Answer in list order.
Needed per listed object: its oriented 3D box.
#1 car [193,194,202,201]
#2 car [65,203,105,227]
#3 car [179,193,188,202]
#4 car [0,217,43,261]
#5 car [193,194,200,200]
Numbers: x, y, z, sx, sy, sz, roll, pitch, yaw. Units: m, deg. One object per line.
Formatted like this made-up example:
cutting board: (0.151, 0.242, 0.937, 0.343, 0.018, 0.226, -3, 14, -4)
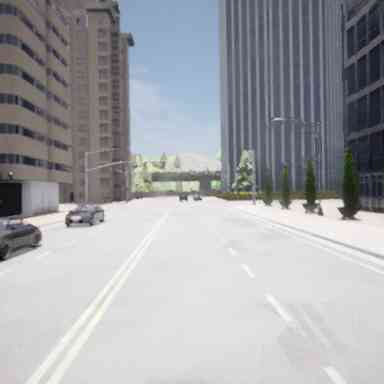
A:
car: (1.480, 1.517, 80.090, 1.895, 1.301, 4.718, -1, 0, -1)
car: (-7.659, 1.606, 24.202, 2.128, 1.511, 4.902, -1, 0, -1)
car: (-2.025, 1.208, 80.004, 2.150, 2.045, 5.566, -1, 0, -1)
car: (-7.369, 1.681, 12.592, 1.994, 1.385, 4.181, -1, 0, -1)
car: (1.213, 1.364, 90.281, 1.837, 1.490, 4.892, -1, 0, -1)
